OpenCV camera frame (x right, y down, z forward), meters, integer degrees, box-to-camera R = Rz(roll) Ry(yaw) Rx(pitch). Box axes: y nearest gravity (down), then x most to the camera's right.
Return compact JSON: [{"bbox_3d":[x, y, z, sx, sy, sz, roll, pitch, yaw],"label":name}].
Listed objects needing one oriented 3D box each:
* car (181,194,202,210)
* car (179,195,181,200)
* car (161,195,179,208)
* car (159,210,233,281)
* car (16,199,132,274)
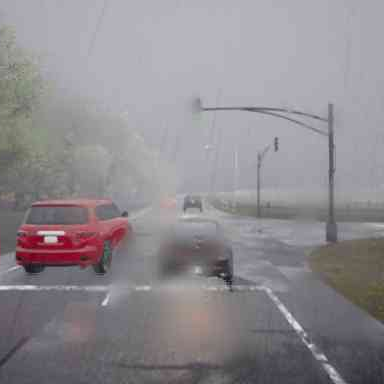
[{"bbox_3d":[0.097,1.241,41.072,2.150,2.045,5.566,0,0,0],"label":"car"},{"bbox_3d":[-3.505,1.566,84.737,2.033,1.411,5.357,0,0,0],"label":"car"},{"bbox_3d":[-3.403,1.372,49.067,2.097,1.767,4.553,0,0,0],"label":"car"},{"bbox_3d":[0.099,1.512,9.885,1.837,1.490,4.892,0,0,0],"label":"car"},{"bbox_3d":[-3.402,1.229,10.697,2.150,2.045,5.566,0,0,0],"label":"car"}]
